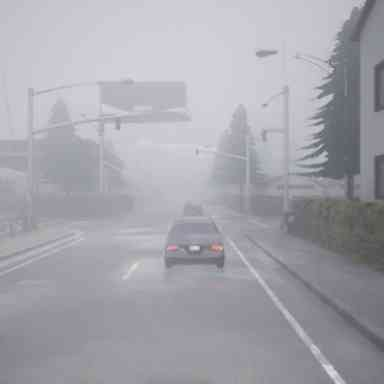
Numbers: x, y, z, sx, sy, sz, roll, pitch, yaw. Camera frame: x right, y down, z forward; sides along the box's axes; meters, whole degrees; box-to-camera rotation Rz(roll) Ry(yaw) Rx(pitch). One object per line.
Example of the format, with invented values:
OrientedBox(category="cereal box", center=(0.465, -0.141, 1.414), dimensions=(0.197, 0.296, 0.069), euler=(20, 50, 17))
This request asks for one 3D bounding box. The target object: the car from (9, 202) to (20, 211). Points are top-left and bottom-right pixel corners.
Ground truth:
OrientedBox(category="car", center=(-22.171, 1.719, 44.972), dimensions=(4.611, 1.667, 2.242), euler=(0, 0, 0))

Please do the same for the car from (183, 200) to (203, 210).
OrientedBox(category="car", center=(0.096, 1.593, 33.881), dimensions=(1.882, 1.535, 5.008), euler=(0, 3, 0))

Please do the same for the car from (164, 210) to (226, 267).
OrientedBox(category="car", center=(0.080, 1.560, 11.439), dimensions=(2.033, 1.411, 5.357), euler=(0, 0, 0))
